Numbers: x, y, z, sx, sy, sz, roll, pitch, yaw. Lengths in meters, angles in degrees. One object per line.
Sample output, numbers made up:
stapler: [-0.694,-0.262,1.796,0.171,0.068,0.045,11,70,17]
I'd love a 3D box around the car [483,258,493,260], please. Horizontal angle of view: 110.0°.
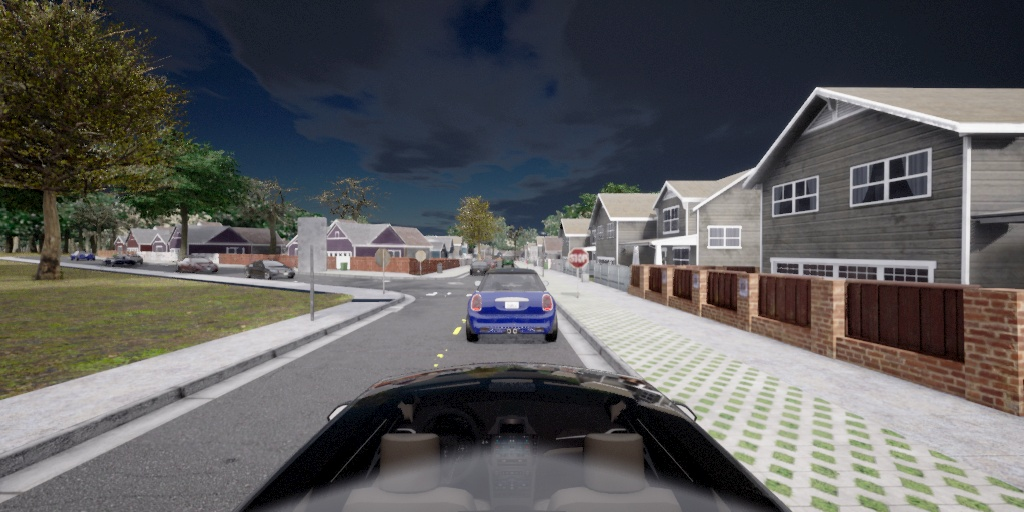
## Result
car: [-3.316,1.236,37.396,1.882,1.535,5.008,0,0,-1]

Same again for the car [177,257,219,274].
car: [-29.475,0.870,33.555,4.674,1.442,1.812,1,1,29]

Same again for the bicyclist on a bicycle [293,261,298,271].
bicyclist on a bicycle: [-20.793,0.677,35.463,0.582,1.620,1.656,1,1,29]

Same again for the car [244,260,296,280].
car: [-18.785,1.032,27.672,4.674,1.442,1.812,1,1,29]

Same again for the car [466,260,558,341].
car: [-0.017,1.100,10.004,2.097,1.767,4.553,0,0,0]
